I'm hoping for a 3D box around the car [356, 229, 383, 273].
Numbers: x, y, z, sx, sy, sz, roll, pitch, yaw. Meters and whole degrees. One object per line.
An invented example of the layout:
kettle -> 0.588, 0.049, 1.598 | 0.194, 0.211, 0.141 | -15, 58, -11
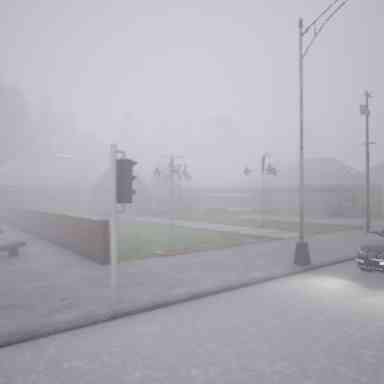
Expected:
car -> 6.694, 1.527, 9.759 | 4.892, 1.490, 1.837 | 0, 0, -37
